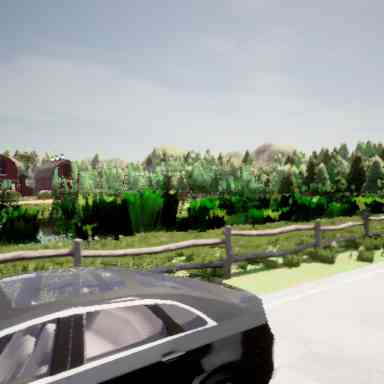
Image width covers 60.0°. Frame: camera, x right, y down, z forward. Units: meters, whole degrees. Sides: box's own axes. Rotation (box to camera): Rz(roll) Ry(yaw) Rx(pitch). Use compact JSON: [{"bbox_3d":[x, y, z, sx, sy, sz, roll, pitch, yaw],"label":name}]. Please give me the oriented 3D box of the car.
[{"bbox_3d":[-1.413,1.497,2.660,4.902,1.511,2.128,0,0,-36],"label":"car"}]
